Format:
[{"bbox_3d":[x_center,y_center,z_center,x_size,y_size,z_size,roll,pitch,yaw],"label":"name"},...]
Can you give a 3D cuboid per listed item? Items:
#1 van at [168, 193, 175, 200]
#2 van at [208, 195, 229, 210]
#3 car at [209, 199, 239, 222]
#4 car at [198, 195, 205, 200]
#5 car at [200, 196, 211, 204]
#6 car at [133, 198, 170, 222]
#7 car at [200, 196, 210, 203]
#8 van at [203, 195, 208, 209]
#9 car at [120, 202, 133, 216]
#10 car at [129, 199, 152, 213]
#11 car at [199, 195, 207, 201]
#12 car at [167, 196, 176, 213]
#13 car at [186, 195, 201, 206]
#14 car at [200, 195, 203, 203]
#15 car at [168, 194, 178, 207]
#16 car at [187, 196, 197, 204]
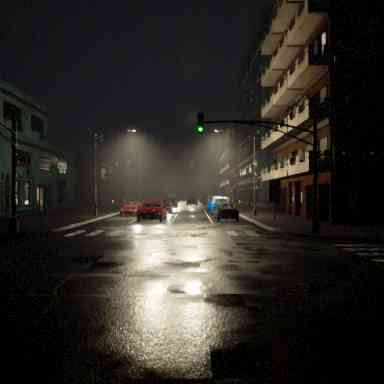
[{"bbox_3d":[-5.710,1.264,93.210,1.690,1.788,3.998,1,0,0],"label":"van"},{"bbox_3d":[2.692,1.334,31.866,1.690,1.788,3.998,1,0,0],"label":"van"},{"bbox_3d":[2.692,1.547,26.286,2.008,1.369,4.403,1,0,0],"label":"car"},{"bbox_3d":[2.666,1.474,93.255,2.008,1.369,4.403,1,0,0],"label":"car"},{"bbox_3d":[2.676,1.532,65.351,1.947,1.339,4.313,1,0,0],"label":"car"},{"bbox_3d":[-3.098,1.473,26.338,1.882,1.535,5.008,0,0,0],"label":"car"},{"bbox_3d":[2.675,1.524,70.932,1.947,1.339,4.313,1,0,0],"label":"car"},{"bbox_3d":[2.688,1.328,43.028,1.690,1.788,3.998,1,0,0],"label":"van"},{"bbox_3d":[-5.692,1.575,31.827,1.802,1.307,4.206,1,0,0],"label":"car"},{"bbox_3d":[-5.693,1.535,37.408,1.887,1.381,4.507,1,0,0],"label":"car"},{"bbox_3d":[2.671,1.486,82.094,1.887,1.381,4.507,1,0,0],"label":"car"},{"bbox_3d":[-3.101,1.494,36.380,1.837,1.490,4.892,0,0,0],"label":"car"},{"bbox_3d":[-0.022,1.524,55.770,2.033,1.411,5.357,0,0,0],"label":"car"},{"bbox_3d":[2.681,1.503,54.359,1.752,1.417,4.829,1,0,0],"label":"car"},{"bbox_3d":[-3.101,1.475,49.020,2.128,1.511,4.902,0,0,0],"label":"car"},{"bbox_3d":[-0.027,1.512,66.193,2.033,1.411,5.357,0,0,0],"label":"car"}]
